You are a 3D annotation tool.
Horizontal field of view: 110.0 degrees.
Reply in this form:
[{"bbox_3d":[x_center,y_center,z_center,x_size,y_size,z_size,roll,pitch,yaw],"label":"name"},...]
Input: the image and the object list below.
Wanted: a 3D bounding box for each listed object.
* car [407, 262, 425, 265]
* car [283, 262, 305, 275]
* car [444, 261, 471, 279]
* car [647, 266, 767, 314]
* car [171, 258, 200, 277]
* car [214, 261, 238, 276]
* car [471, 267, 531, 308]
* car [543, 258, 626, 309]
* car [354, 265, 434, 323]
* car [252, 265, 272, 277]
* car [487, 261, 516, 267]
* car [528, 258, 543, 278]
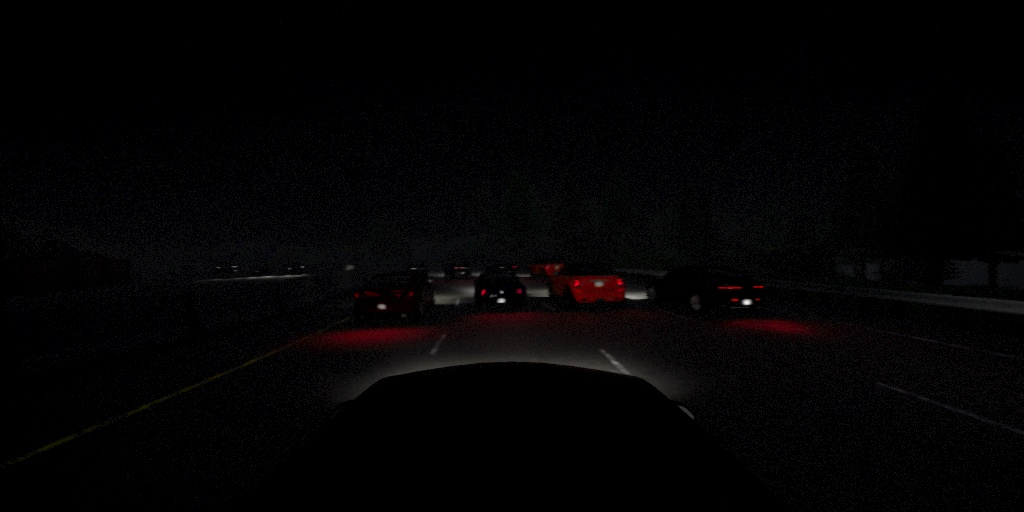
[{"bbox_3d":[-9.059,1.321,33.626,2.128,1.511,4.902,-1,0,-21],"label":"car"},{"bbox_3d":[-28.865,1.553,47.425,2.097,1.767,4.553,-1,0,-38],"label":"car"},{"bbox_3d":[-5.005,1.238,32.767,2.128,1.511,4.902,-1,0,-20],"label":"car"},{"bbox_3d":[6.563,1.078,12.754,1.837,1.490,4.892,-1,0,-5],"label":"car"},{"bbox_3d":[-37.056,1.232,40.843,2.150,2.045,5.566,-1,0,-38],"label":"car"},{"bbox_3d":[-34.351,1.337,43.068,2.097,1.767,4.553,-1,0,-38],"label":"car"},{"bbox_3d":[-0.639,1.318,15.102,1.895,1.301,4.718,-1,0,-7],"label":"car"},{"bbox_3d":[2.842,0.997,14.647,2.097,1.767,4.553,-1,0,-6],"label":"car"},{"bbox_3d":[-3.908,1.272,12.569,1.882,1.535,5.008,-1,0,-5],"label":"car"},{"bbox_3d":[-31.581,1.822,45.225,2.033,1.411,5.357,-1,0,-38],"label":"car"},{"bbox_3d":[-0.999,1.157,31.893,2.128,1.511,4.902,-1,0,-18],"label":"car"},{"bbox_3d":[2.990,0.938,30.728,2.097,1.767,4.553,-1,0,-17],"label":"car"}]
